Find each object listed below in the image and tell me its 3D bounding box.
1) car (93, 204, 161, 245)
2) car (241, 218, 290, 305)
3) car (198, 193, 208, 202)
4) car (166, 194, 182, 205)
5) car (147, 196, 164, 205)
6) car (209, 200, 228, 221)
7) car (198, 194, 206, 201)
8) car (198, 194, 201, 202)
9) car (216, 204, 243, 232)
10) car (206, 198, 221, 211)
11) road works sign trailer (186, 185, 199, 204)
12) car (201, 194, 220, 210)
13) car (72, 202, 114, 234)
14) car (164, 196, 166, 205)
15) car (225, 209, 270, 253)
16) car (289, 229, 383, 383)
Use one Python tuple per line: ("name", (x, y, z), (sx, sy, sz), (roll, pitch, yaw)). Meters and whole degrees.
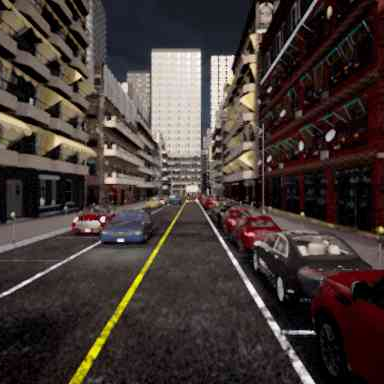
("car", (-2.857, 1.543, 15.914), (2.033, 1.411, 5.357), (0, 0, 0))
("car", (2.558, 1.549, 7.871), (2.008, 1.369, 4.403), (-1, 0, 0))
("car", (2.575, 1.286, 80.008), (2.192, 1.841, 5.009), (-1, 0, 0))
("car", (-2.785, 1.546, 57.003), (1.994, 1.385, 4.181), (0, 0, 1))
("car", (-5.312, 1.512, 46.526), (1.752, 1.417, 4.829), (-1, 0, 0))
("car", (2.563, 1.560, 24.518), (1.947, 1.339, 4.313), (-1, 0, 0))
("car", (2.578, 1.408, 85.557), (1.967, 1.590, 4.097), (-1, 0, 0))
("car", (2.574, 1.561, 63.361), (1.802, 1.307, 4.206), (-1, 0, 0))
("car", (2.561, 1.578, 18.970), (1.802, 1.307, 4.206), (-1, 0, 0))
("car", (2.564, 1.543, 30.067), (2.008, 1.369, 4.403), (-1, 0, 0))
("road works sign trailer", (0.047, 0.444, 62.612), (2.380, 3.560, 2.880), (0, 0, -1))
("car", (2.564, 1.303, 41.165), (2.192, 1.841, 5.009), (-1, 0, 0))
("car", (-5.320, 1.436, 18.950), (1.967, 1.590, 4.097), (-1, 0, 0))
("car", (-5.310, 1.422, 57.794), (1.967, 1.590, 4.097), (-1, 0, 0))
("car", (2.560, 1.579, 13.420), (1.802, 1.307, 4.206), (-1, 0, 0))
("car", (2.553, 1.315, 2.322), (2.192, 1.841, 5.009), (-1, 0, 0))
